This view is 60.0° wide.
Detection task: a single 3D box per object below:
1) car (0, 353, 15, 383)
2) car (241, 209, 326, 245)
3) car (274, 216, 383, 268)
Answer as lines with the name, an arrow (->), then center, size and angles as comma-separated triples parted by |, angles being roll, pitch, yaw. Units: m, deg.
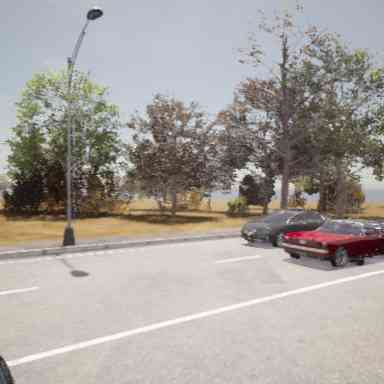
car -> -3.030, 1.548, 1.524 | 4.181, 1.385, 1.994 | 0, 0, -36
car -> 4.430, 1.544, 15.074 | 4.892, 1.490, 1.837 | 1, 0, -31
car -> 5.329, 1.640, 11.522 | 4.718, 1.301, 1.895 | 0, 0, -32
